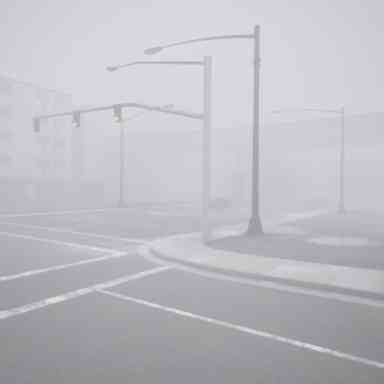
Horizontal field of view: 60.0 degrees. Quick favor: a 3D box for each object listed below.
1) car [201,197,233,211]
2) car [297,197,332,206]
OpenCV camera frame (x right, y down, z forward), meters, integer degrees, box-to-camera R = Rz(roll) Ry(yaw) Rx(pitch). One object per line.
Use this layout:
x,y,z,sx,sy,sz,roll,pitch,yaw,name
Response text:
2.978,1.311,38.866,1.882,1.535,5.008,1,1,35,car
19.086,1.435,51.924,5.357,1.411,2.033,0,0,-15,car
